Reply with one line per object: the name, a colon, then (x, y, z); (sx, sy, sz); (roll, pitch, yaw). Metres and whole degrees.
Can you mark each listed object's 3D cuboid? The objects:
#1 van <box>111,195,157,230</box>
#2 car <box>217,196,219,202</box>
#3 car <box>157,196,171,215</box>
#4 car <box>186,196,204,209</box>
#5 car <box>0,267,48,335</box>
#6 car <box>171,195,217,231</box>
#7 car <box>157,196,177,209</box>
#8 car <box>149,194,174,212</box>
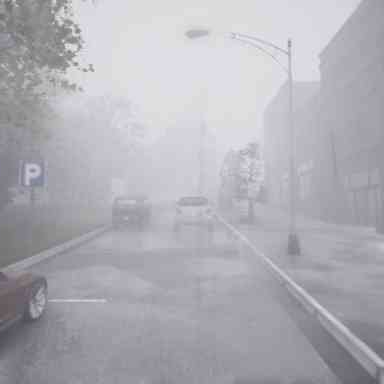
van: (-3.636, 1.207, 20.945); (1.878, 1.987, 4.442); (1, 1, 2)
car: (3.381, 1.319, 65.162); (2.231, 1.521, 4.892); (-2, -1, 29)
car: (-3.419, 1.376, 32.199); (2.231, 1.521, 4.892); (0, 0, 2)
car: (0.438, 1.300, 41.830); (1.837, 1.490, 4.892); (0, 0, 4)
car: (-3.649, 1.505, 4.142); (2.163, 1.488, 4.792); (0, 0, 2)
car: (0.091, 1.179, 20.420); (2.150, 2.045, 5.566); (0, 0, 0)
car: (-3.182, 1.293, 43.610); (2.097, 1.535, 5.008); (0, 0, 2)
car: (-3.420, 1.207, 37.907); (2.185, 1.767, 4.553); (-1, 1, 2)
